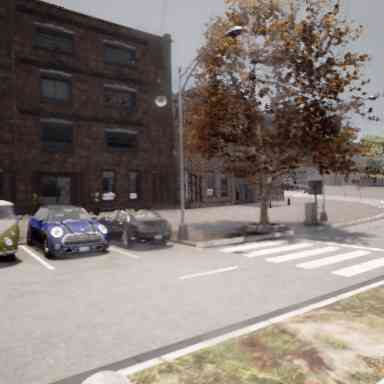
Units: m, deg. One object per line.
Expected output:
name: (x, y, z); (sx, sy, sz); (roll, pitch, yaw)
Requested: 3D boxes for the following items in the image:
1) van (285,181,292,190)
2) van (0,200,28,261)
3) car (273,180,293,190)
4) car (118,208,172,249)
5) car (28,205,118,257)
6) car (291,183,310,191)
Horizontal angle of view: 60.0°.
van: (23.688, -1.470, 78.151); (1.878, 1.987, 4.442); (5, 6, 40)
van: (-7.086, 1.240, 11.279); (1.878, 1.987, 4.442); (0, 0, -36)
car: (22.121, -1.742, 80.631); (2.435, 2.045, 5.566); (6, 6, 40)
car: (-2.700, 1.454, 14.619); (2.231, 1.521, 4.892); (0, 0, -36)
car: (-4.947, 1.335, 13.025); (2.185, 1.767, 4.553); (0, 0, -36)
car: (25.080, -0.988, 75.479); (2.097, 1.535, 5.008); (5, 6, 40)
